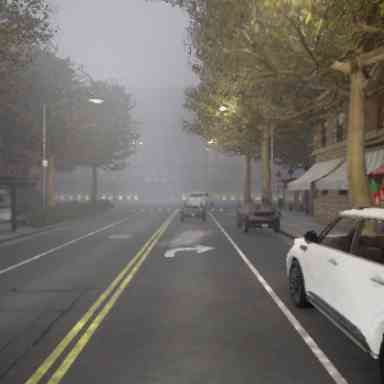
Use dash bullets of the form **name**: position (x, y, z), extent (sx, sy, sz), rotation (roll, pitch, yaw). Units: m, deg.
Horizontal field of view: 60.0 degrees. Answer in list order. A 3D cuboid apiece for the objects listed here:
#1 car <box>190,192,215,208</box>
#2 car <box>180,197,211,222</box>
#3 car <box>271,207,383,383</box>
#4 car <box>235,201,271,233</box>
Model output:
- **car**: position (1.292, 1.042, 41.912), extent (2.150, 2.045, 5.566), rotation (-1, 0, 17)
- **car**: position (0.092, 1.384, 25.280), extent (2.128, 1.511, 4.902), rotation (0, 0, 0)
- **car**: position (3.055, 1.208, 4.673), extent (2.435, 2.045, 5.566), rotation (0, 0, 0)
- **car**: position (3.640, 1.399, 19.040), extent (2.231, 1.521, 4.892), rotation (0, 0, 0)
